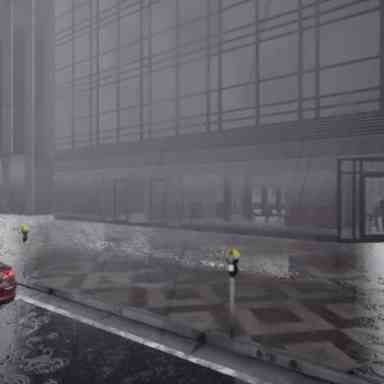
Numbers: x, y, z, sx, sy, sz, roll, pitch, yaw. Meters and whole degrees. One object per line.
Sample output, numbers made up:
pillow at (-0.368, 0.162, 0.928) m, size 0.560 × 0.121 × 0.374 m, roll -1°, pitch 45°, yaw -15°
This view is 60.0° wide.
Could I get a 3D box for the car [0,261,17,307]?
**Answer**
car at (-5.095, 1.581, 6.597) m, size 4.206 × 1.307 × 1.802 m, roll 0°, pitch 0°, yaw 36°
